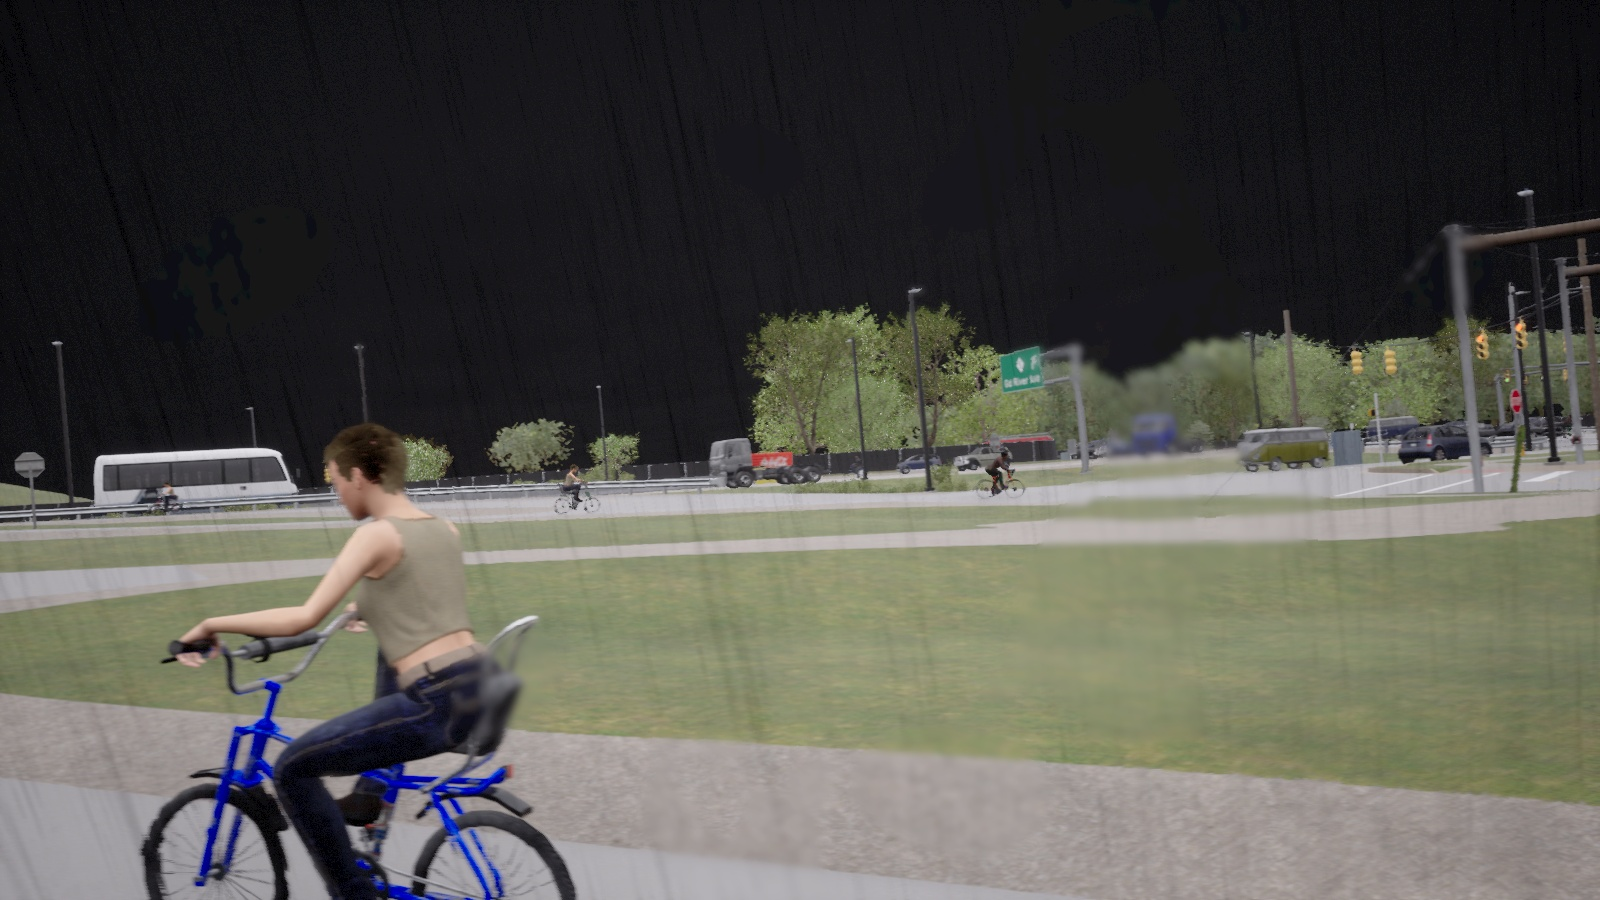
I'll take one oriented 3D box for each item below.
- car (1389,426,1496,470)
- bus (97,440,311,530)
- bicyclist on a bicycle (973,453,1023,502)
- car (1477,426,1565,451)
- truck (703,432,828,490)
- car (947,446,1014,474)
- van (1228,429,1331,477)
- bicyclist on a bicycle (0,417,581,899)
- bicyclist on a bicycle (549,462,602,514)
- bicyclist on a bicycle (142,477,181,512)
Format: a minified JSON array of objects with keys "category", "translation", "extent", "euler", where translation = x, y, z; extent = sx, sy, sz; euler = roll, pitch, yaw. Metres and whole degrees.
[{"category":"car","translation":[27.276,-0.099,53.299],"extent":[3.988,1.617,1.851],"euler":[-3,-1,-24]},{"category":"bus","translation":[-32.803,1.896,69.654],"extent":[10.273,4.253,3.944],"euler":[-3,-1,-23]},{"category":"bicyclist on a bicycle","translation":[6.831,0.944,43.254],"extent":[1.656,1.620,0.582],"euler":[-1,6,10]},{"category":"car","translation":[46.354,-0.747,80.822],"extent":[1.895,1.301,4.718],"euler":[-3,-1,-21]},{"category":"truck","translation":[-2.358,0.755,86.256],"extent":[7.936,3.462,2.891],"euler":[-3,-1,-23]},{"category":"car","translation":[13.930,0.757,96.876],"extent":[4.605,1.855,1.932],"euler":[-3,-1,-23]},{"category":"van","translation":[22.462,0.156,58.838],"extent":[4.442,1.987,1.775],"euler":[-3,-2,-23]},{"category":"bicyclist on a bicycle","translation":[-1.529,0.724,3.696],"extent":[1.509,1.612,0.866],"euler":[0,0,18]},{"category":"bicyclist on a bicycle","translation":[-7.234,1.218,40.416],"extent":[1.509,1.612,0.866],"euler":[-1,-2,-23]},{"category":"bicyclist on a bicycle","translation":[-30.461,2.114,59.906],"extent":[1.509,1.612,0.866],"euler":[-2,-1,-18]}]
